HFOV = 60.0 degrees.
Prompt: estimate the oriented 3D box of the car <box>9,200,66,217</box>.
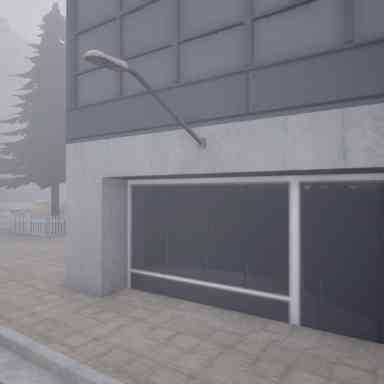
[{"bbox_3d":[-13.847,1.493,30.159,1.882,1.535,5.008,0,0,34],"label":"car"}]
